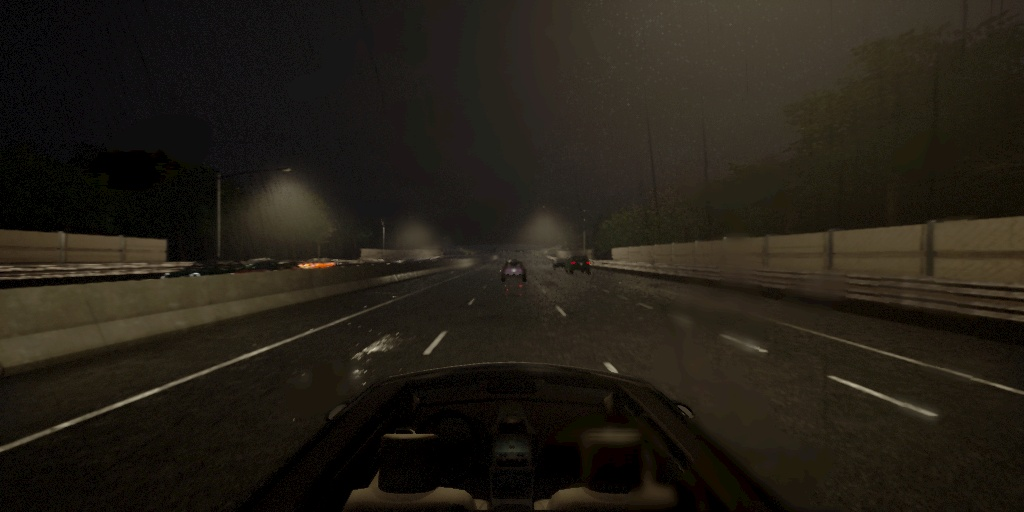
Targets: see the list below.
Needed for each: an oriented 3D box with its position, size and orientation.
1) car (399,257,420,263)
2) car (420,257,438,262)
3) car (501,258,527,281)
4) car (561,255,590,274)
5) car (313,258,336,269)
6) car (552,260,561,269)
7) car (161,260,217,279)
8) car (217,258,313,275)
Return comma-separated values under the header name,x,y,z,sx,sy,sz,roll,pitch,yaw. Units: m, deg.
name,x,y,z,sx,sy,sz,roll,pitch,yaw
car,-17.167,1.206,61.620,2.033,1.411,5.357,0,0,1
car,-13.672,1.217,61.466,2.033,1.411,5.357,0,0,1
car,0.160,1.136,29.077,2.033,1.649,4.856,0,0,0
car,7.211,0.928,39.830,2.150,2.045,5.566,0,0,1
car,-20.933,1.037,38.533,2.097,1.767,4.553,0,0,1
car,7.313,1.295,55.837,1.895,1.301,4.718,0,0,1
car,-17.550,1.051,20.831,2.097,1.767,4.553,0,0,0
car,-14.050,1.054,20.789,2.097,1.767,4.553,0,0,0
